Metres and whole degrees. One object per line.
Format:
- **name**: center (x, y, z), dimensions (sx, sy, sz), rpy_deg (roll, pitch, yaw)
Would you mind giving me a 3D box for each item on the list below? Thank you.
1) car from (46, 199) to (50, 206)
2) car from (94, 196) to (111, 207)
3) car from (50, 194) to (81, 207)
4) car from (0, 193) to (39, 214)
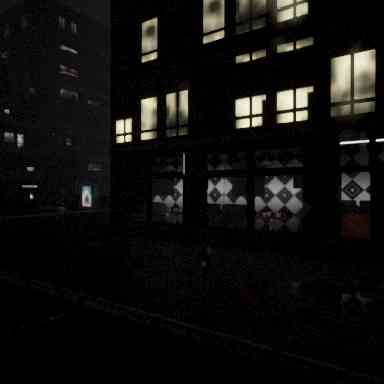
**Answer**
- **car**: center (-16.660, 1.073, 42.917), dimensions (1.802, 1.307, 4.206), rpy_deg (1, 2, 35)
- **car**: center (-9.754, 1.071, 38.170), dimensions (1.947, 1.339, 4.313), rpy_deg (1, 2, 35)
- **car**: center (-14.547, 1.001, 41.442), dimensions (1.837, 1.490, 4.892), rpy_deg (0, 1, 35)
- **car**: center (-16.106, 1.028, 29.069), dimensions (2.192, 1.841, 5.009), rpy_deg (1, 2, 35)
